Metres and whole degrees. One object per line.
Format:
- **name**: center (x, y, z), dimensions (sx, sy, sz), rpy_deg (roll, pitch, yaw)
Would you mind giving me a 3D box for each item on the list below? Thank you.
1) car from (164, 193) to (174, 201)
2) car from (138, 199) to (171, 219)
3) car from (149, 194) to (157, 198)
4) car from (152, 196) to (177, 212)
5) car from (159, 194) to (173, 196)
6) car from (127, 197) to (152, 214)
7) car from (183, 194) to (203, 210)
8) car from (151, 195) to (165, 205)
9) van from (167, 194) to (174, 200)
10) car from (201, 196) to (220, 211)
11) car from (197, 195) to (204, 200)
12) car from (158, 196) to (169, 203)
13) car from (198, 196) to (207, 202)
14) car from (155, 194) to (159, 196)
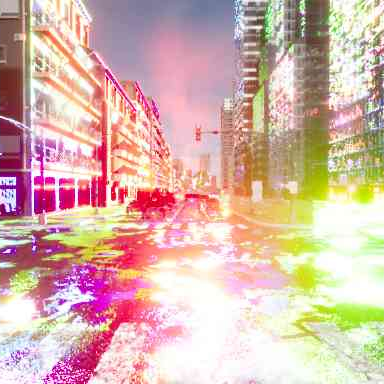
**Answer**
- **car**: center (-5.966, 1.322, 86.224), dimensions (2.192, 1.841, 5.009), rpy_deg (-1, 0, 0)
- **car**: center (-3.187, 1.560, 29.170), dimensions (1.994, 1.385, 4.181), rpy_deg (0, 0, 0)
- **car**: center (-5.826, 1.436, 41.033), dimensions (1.967, 1.590, 4.097), rpy_deg (-1, 0, 0)
- **car**: center (-3.207, 1.559, 39.096), dimensions (1.994, 1.385, 4.181), rpy_deg (0, 0, 0)
- **car**: center (-3.237, 1.488, 49.218), dimensions (2.128, 1.511, 4.902), rpy_deg (0, 0, 0)
- **car**: center (-5.807, 1.540, 35.384), dimensions (1.887, 1.381, 4.507), rpy_deg (-1, 0, 0)
- **car**: center (-0.029, 1.217, 43.473), dimensions (2.150, 2.045, 5.566), rpy_deg (0, 0, 0)
- **car**: center (-5.878, 1.439, 57.979), dimensions (1.967, 1.590, 4.097), rpy_deg (-1, 0, 0)
- **van**: center (-5.982, 1.350, 91.872), dimensions (1.690, 1.788, 3.998), rpy_deg (-1, 0, 0)
- **car**: center (2.522, 1.540, 41.115), dimensions (1.887, 1.381, 4.507), rpy_deg (-1, 0, 0)
- **car**: center (2.367, 1.534, 92.126), dimensions (1.752, 1.417, 4.829), rpy_deg (-1, 0, 0)
- **car**: center (-5.910, 1.583, 69.278), dimensions (1.802, 1.307, 4.206), rpy_deg (-1, 0, 0)
- **car**: center (2.419, 1.548, 75.009), dimensions (1.887, 1.381, 4.507), rpy_deg (-1, 0, 0)
- **car**: center (-5.862, 1.312, 52.331), dimensions (2.192, 1.841, 5.009), rpy_deg (-1, 0, 0)
